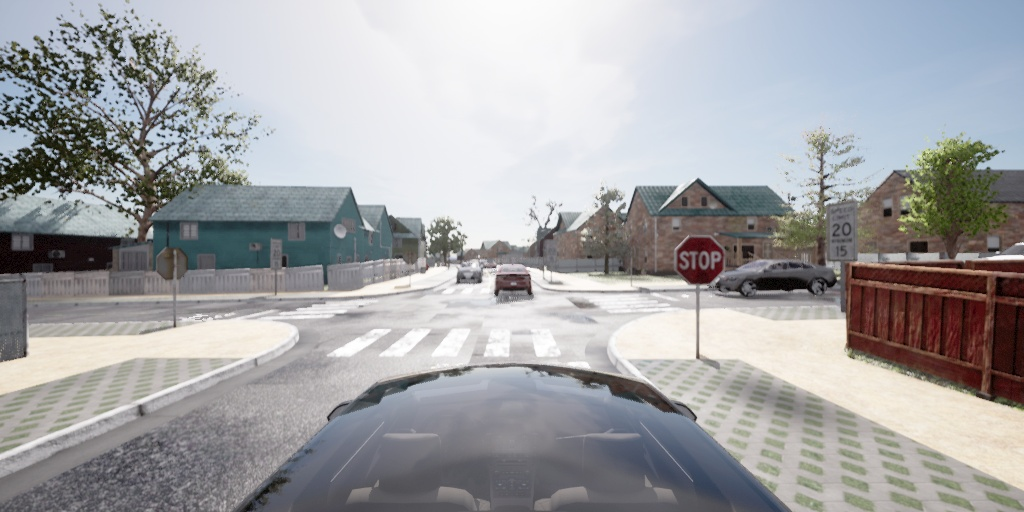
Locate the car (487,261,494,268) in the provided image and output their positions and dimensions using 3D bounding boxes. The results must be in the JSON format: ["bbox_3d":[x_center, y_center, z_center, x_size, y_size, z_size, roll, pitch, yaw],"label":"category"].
[{"bbox_3d":[-3.664,1.439,57.857,1.895,1.301,4.718,0,0,-10],"label":"car"}]

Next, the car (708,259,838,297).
[{"bbox_3d":[11.140,0.907,15.534,4.902,1.511,2.128,-1,0,0],"label":"car"}]

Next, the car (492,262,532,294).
[{"bbox_3d":[0.014,1.208,19.862,1.882,1.535,5.008,0,0,-1],"label":"car"}]

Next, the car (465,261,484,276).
[{"bbox_3d":[-4.001,1.276,38.341,1.837,1.490,4.892,0,0,-5],"label":"car"}]

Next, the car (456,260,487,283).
[{"bbox_3d":[-3.256,1.240,28.022,2.128,1.511,4.902,0,0,-3],"label":"car"}]

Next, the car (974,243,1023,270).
[{"bbox_3d":[23.312,0.344,15.479,5.566,2.045,2.150,-1,0,0],"label":"car"}]
